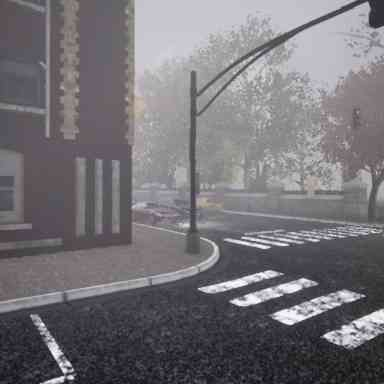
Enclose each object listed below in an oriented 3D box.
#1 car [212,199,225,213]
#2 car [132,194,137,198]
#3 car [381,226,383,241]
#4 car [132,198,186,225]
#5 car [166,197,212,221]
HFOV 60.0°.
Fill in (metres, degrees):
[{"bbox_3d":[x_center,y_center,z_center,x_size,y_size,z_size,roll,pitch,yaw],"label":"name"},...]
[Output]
[{"bbox_3d":[0.950,1.124,30.551,1.752,1.417,4.829,1,0,-36],"label":"car"},{"bbox_3d":[-8.682,0.858,43.876,2.008,1.369,4.403,1,0,-36],"label":"car"},{"bbox_3d":[9.688,1.562,12.778,4.181,1.385,1.994,0,1,25],"label":"car"},{"bbox_3d":[-2.504,1.254,21.022,1.802,1.307,4.206,2,0,-36],"label":"car"},{"bbox_3d":[-1.001,1.167,23.347,1.837,1.490,4.892,0,1,-35],"label":"car"}]
